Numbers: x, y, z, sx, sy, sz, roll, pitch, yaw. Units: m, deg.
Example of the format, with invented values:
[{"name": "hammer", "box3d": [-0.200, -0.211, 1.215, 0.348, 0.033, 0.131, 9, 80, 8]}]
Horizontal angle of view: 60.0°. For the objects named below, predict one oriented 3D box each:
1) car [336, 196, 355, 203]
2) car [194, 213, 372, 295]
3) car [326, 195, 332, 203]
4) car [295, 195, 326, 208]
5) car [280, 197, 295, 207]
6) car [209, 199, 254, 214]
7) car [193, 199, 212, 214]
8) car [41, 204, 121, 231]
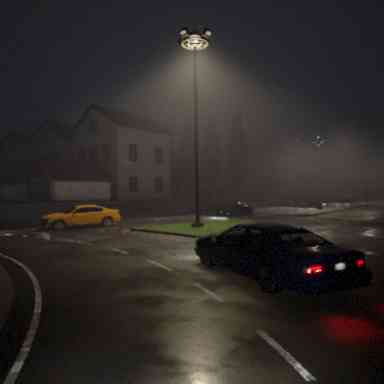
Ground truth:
[{"name": "car", "box3d": [26.794, 1.268, 58.035, 1.895, 1.301, 4.718, -1, 0, 40]}, {"name": "car", "box3d": [1.889, 1.531, 8.829, 2.033, 1.411, 5.357, -1, 0, -24]}, {"name": "car", "box3d": [23.488, 1.285, 59.532, 1.994, 1.385, 4.181, -1, 0, 40]}, {"name": "car", "box3d": [16.171, 1.339, 45.284, 1.812, 1.442, 4.674, -1, 0, 40]}, {"name": "car", "box3d": [14.746, 1.443, 49.030, 1.895, 1.301, 4.718, -1, 0, 40]}, {"name": "car", "box3d": [3.967, 1.545, 31.001, 1.994, 1.385, 4.181, -1, 0, 45]}, {"name": "car", "box3d": [2.156, 1.507, 34.121, 2.128, 1.511, 4.902, -1, 0, 43]}, {"name": "car", "box3d": [-7.318, 1.624, 22.170, 5.008, 1.535, 1.882, -1, 0, -31]}]
